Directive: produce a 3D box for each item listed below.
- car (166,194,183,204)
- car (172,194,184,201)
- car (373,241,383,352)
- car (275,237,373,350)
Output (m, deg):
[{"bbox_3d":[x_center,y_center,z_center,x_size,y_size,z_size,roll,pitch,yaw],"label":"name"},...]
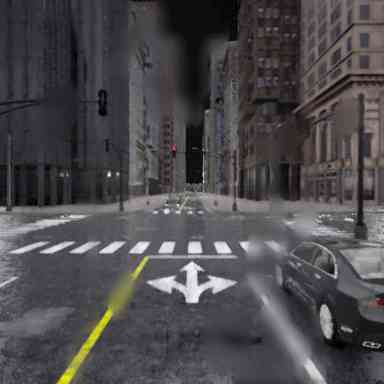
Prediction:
[{"bbox_3d":[-2.899,1.028,52.668,2.097,1.767,4.553,0,0,1],"label":"car"},{"bbox_3d":[-2.820,1.127,68.194,2.033,1.411,5.357,0,0,0],"label":"car"},{"bbox_3d":[2.759,1.311,0.505,2.192,1.841,5.009,0,0,0],"label":"car"},{"bbox_3d":[2.761,1.512,6.108,2.008,1.369,4.403,0,0,0],"label":"car"}]
